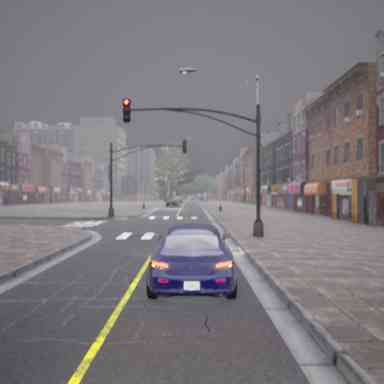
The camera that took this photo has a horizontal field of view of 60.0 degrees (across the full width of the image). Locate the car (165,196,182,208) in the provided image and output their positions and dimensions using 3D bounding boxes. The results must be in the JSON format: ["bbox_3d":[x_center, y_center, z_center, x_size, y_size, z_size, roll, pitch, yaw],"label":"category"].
[{"bbox_3d":[-2.880,1.586,48.872,1.895,1.301,4.718,0,0,0],"label":"car"}]

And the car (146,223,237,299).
[{"bbox_3d":[-0.001,1.482,8.197,1.812,1.442,4.674,0,0,0],"label":"car"}]
